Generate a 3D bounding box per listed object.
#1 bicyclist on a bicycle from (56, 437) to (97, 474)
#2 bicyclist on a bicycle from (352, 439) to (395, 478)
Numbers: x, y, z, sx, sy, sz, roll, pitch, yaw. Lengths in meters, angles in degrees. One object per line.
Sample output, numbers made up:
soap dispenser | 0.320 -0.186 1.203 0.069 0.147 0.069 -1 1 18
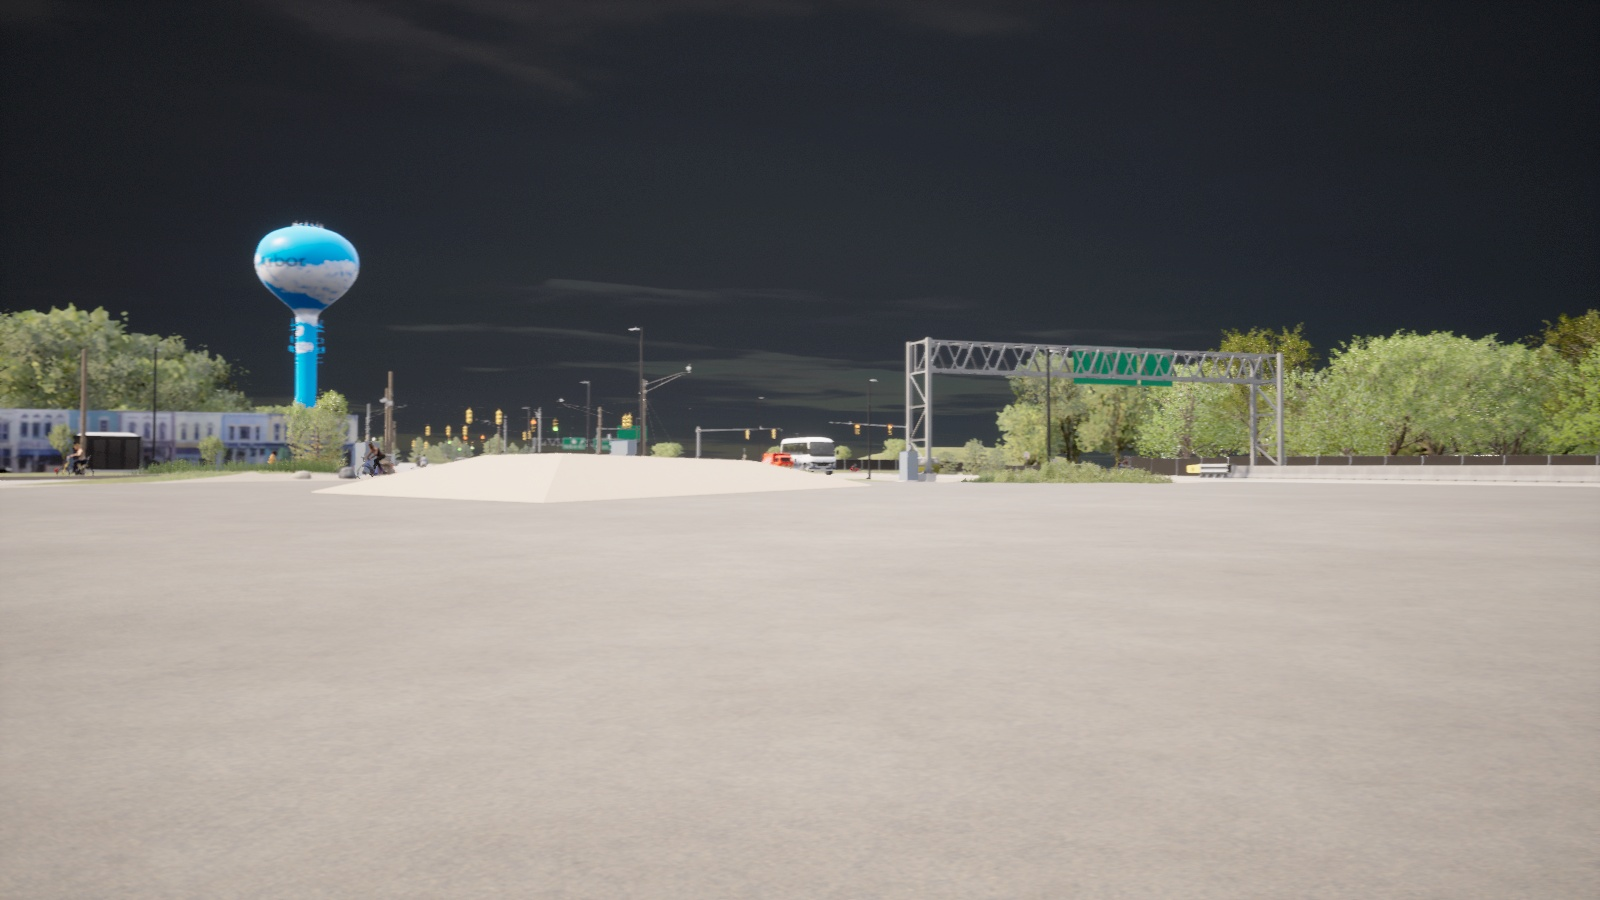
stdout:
bicyclist on a bicycle | -32.622 0.261 56.626 1.509 1.612 0.866 1 -2 -39
bicyclist on a bicycle | -18.136 0.370 53.455 0.582 1.620 1.656 1 0 39
